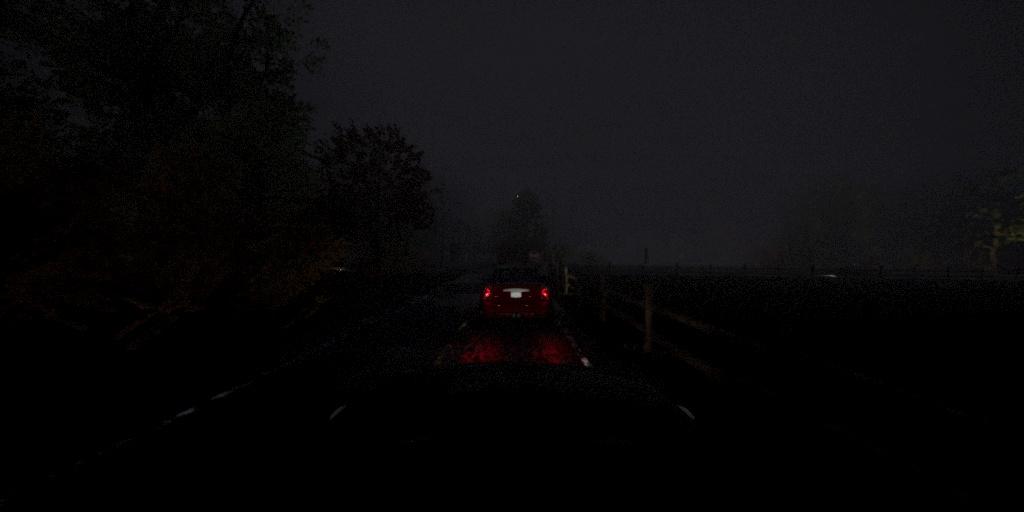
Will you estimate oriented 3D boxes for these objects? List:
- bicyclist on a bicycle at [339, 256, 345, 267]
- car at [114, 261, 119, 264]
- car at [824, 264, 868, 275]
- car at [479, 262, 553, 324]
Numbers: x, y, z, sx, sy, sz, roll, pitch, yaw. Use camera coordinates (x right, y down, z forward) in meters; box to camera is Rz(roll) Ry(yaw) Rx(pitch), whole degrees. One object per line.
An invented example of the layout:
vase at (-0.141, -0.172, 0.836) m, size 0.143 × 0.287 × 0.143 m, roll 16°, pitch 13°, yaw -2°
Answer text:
bicyclist on a bicycle at (-22.657, 0.659, 47.838) m, size 0.582 × 1.620 × 1.656 m, roll 1°, pitch 0°, yaw 0°
car at (-45.559, 0.562, 41.819) m, size 4.181 × 1.385 × 1.994 m, roll 1°, pitch 1°, yaw 0°
car at (41.658, 1.722, 44.791) m, size 4.181 × 1.385 × 1.994 m, roll 1°, pitch 1°, yaw 1°
car at (0.105, 1.060, 11.906) m, size 2.097 × 1.767 × 4.553 m, roll 0°, pitch 0°, yaw 0°
